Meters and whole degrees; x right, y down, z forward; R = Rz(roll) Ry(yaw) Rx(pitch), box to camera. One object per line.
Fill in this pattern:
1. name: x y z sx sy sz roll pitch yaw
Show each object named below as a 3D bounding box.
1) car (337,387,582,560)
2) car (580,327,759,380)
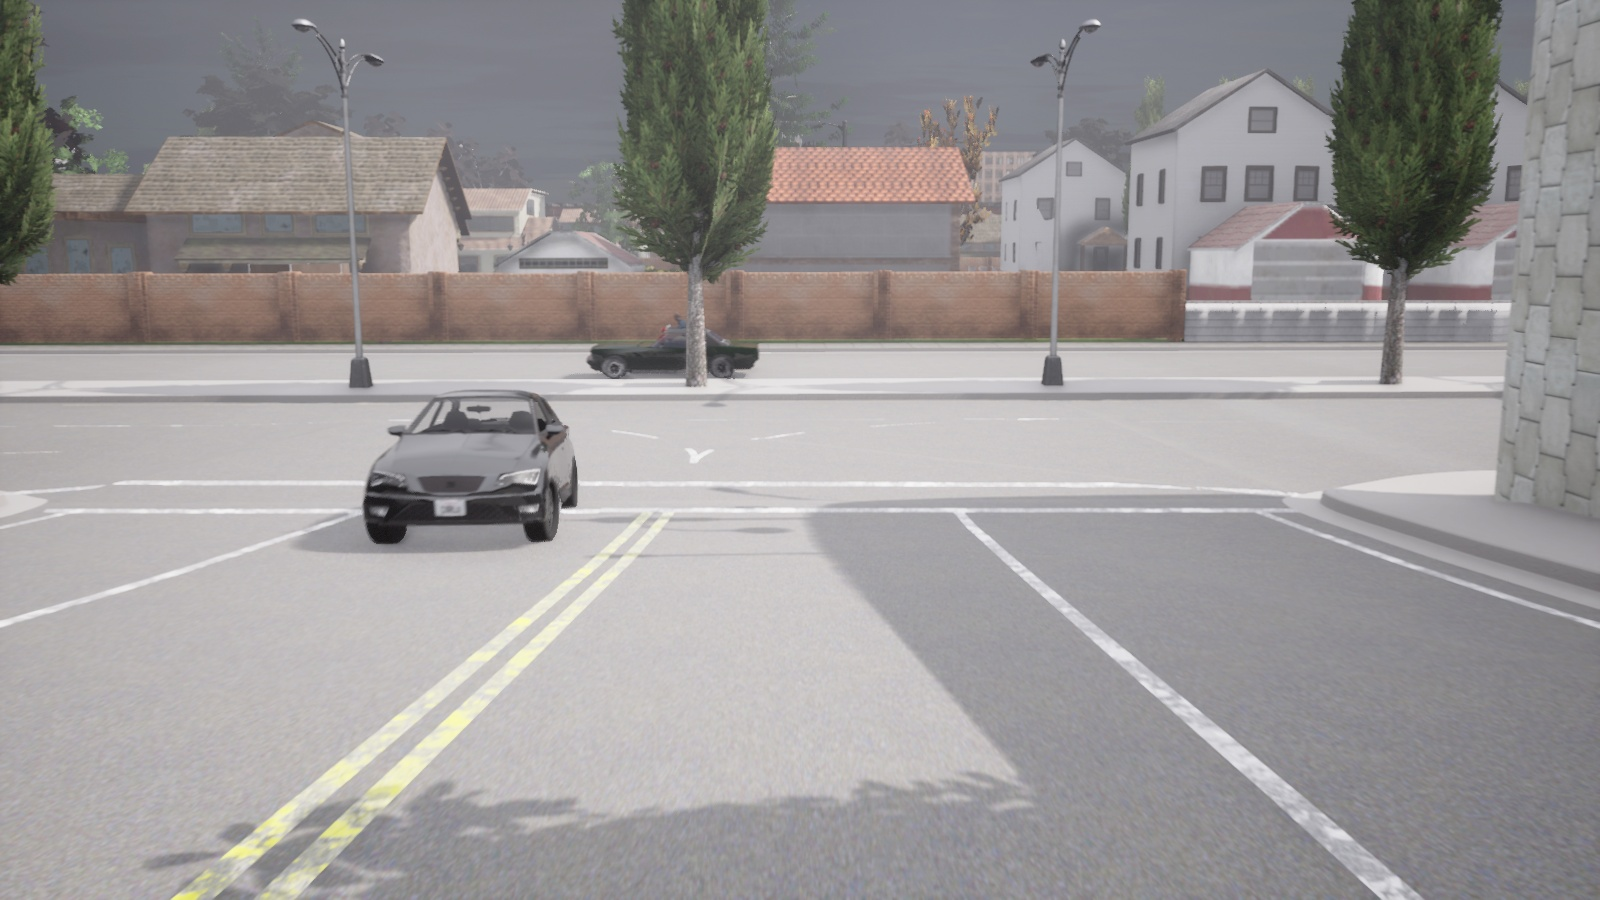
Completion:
1. car: -3.440 0.106 13.480 1.816 1.474 4.193 0 4 -5
2. car: -3.516 -2.660 34.509 4.718 1.301 1.895 0 9 -1
